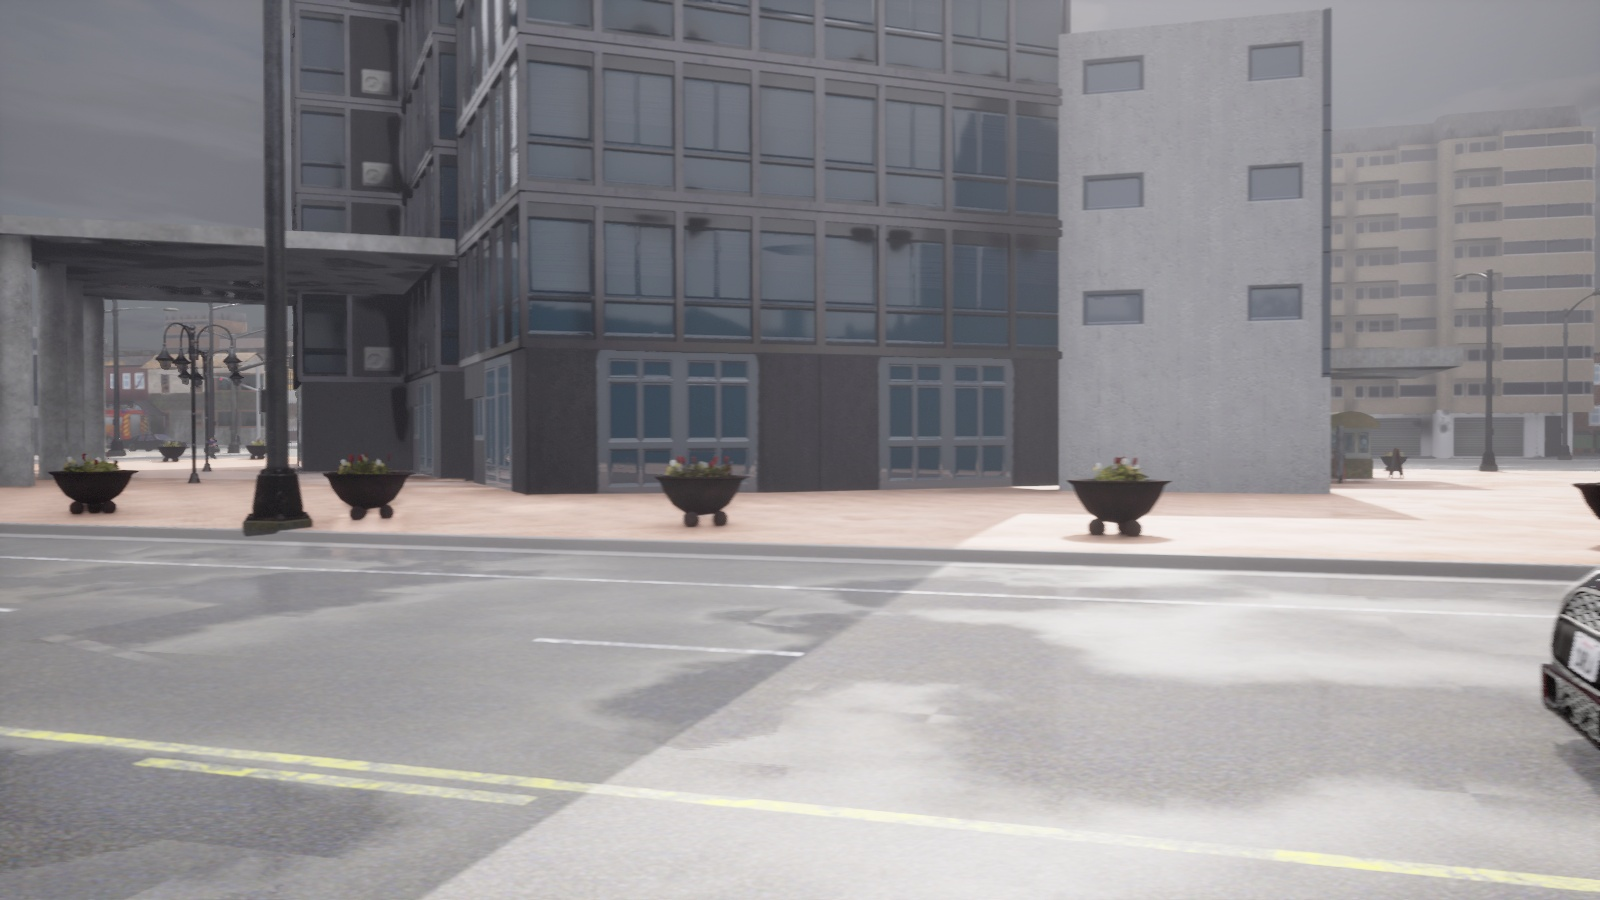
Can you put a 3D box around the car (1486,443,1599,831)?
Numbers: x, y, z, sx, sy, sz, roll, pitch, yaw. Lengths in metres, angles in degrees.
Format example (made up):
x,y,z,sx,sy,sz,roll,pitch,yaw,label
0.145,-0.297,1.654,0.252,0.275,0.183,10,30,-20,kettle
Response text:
x,y,z,sx,sy,sz,roll,pitch,yaw,label
5.164,0.729,5.158,3.806,1.475,1.970,1,1,18,car
